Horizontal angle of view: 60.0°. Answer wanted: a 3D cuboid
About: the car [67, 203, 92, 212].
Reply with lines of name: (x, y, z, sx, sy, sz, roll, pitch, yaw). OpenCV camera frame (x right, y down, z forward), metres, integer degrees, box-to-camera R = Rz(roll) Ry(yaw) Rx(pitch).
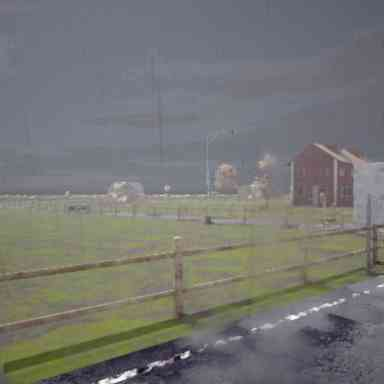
car: (-17.589, 2.354, 51.690, 2.033, 1.411, 5.357, 0, -1, -43)
